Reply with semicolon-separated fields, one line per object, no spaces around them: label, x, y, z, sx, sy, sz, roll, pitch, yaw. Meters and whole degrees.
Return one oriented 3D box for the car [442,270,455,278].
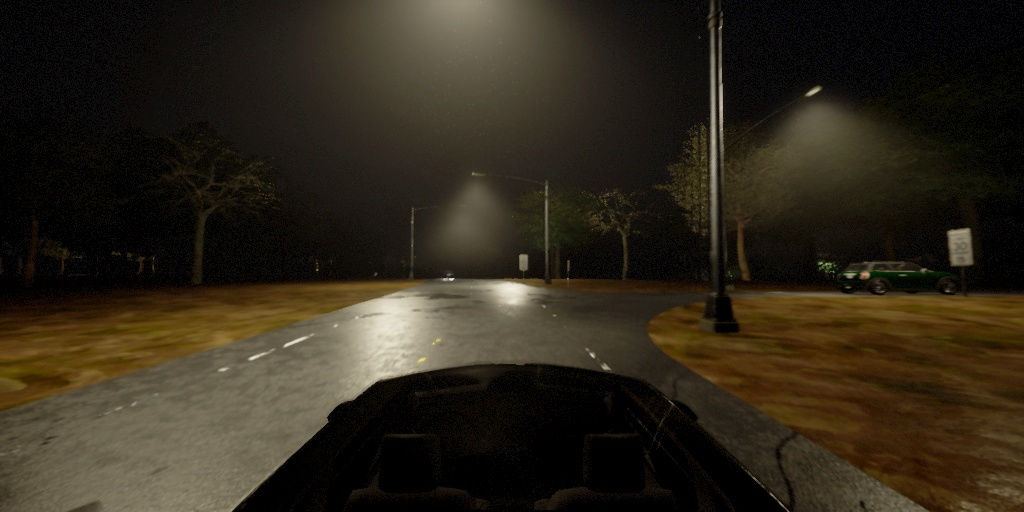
car;-11.163;3.158;62.794;2.128;1.511;4.902;1;-3;-13

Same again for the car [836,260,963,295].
car;19.483;1.057;18.210;4.553;1.767;2.097;-1;-4;6
